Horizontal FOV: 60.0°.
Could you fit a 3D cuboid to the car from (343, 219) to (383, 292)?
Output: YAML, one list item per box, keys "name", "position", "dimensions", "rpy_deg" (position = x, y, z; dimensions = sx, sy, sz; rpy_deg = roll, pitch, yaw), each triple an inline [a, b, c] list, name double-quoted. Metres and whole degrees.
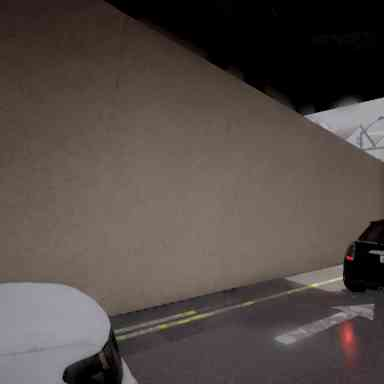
- name: "car"
  position: [5.556, 1.352, 7.726]
  dimensions: [4.553, 1.767, 2.097]
  rpy_deg: [0, 0, -36]

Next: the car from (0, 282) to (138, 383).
- name: "car"
  position: [-3.039, 1.221, 1.621]
  dimensions: [5.566, 2.045, 2.150]
  rpy_deg: [0, 0, -36]
